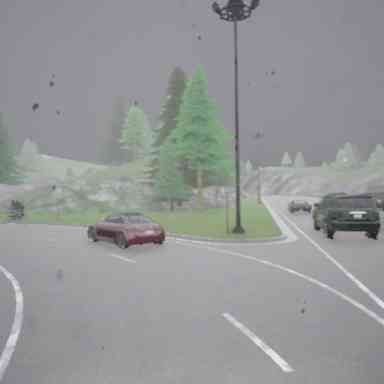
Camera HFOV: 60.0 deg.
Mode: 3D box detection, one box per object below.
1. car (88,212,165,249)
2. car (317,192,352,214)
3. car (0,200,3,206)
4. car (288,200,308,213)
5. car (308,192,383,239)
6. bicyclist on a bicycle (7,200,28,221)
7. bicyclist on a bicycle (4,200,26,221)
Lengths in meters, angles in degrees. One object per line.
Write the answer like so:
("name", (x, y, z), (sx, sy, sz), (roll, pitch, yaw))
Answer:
("car", (-3.036, 1.617, 14.938), (1.994, 1.385, 4.181), (-1, 0, -41))
("car", (14.542, 1.039, 34.376), (2.150, 2.045, 5.566), (-1, 0, 11))
("car", (-38.276, 1.938, 63.108), (2.097, 1.767, 4.553), (-1, 0, 11))
("car", (10.984, 1.469, 34.379), (1.895, 1.301, 4.718), (-1, 0, 11))
("car", (7.580, 1.125, 16.819), (2.150, 2.045, 5.566), (-1, 0, 11))
("bicyclist on a bicycle", (-14.191, 1.520, 27.395), (0.582, 1.620, 1.656), (-1, 0, 19))
("bicyclist on a bicycle", (-14.657, 1.526, 27.551), (0.582, 1.620, 1.656), (-1, 0, 18))
